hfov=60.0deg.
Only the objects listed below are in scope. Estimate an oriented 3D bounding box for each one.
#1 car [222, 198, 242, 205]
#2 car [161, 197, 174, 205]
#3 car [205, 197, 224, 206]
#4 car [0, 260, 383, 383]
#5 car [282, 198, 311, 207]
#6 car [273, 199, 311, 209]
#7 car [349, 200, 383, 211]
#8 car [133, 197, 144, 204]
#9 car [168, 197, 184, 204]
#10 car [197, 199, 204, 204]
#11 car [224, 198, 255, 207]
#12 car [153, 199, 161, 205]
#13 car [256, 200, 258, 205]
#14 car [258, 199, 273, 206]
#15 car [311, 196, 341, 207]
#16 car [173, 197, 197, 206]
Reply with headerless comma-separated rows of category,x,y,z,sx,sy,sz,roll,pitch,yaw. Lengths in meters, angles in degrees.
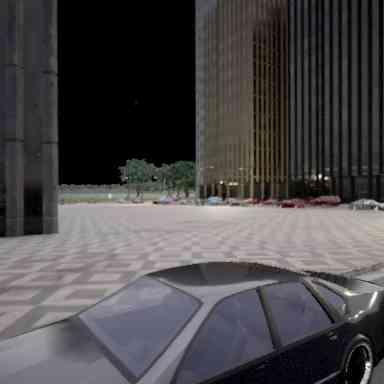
car,8.694,2.041,72.898,1.967,1.590,4.097,-2,0,-35
car,-4.801,2.267,77.144,1.967,1.590,4.097,-1,0,-35
car,5.030,2.096,63.358,2.008,1.369,4.403,-1,0,-35
car,0.185,1.536,3.501,5.357,1.411,2.033,0,0,-35
car,18.526,1.860,59.112,1.887,1.381,4.507,-2,0,-35
car,14.858,1.805,49.573,1.887,1.381,4.507,-1,0,-35
car,21.411,1.631,40.383,2.008,1.369,4.403,-1,0,-35
car,-14.626,2.683,90.930,1.802,1.307,4.206,-1,0,-35
car,-4.414,2.287,91.282,2.192,1.841,5.009,-1,0,-35
car,2.145,2.339,82.090,2.008,1.369,4.403,-2,0,-35
car,8.306,2.000,58.763,2.008,1.369,4.403,-1,0,-35
car,-8.075,2.464,81.739,1.887,1.381,4.507,-1,0,-35
car,11.974,2.051,68.302,1.887,1.381,4.507,-2,0,-35
car,15.247,1.992,63.713,1.802,1.307,4.206,-2,0,-35
car,21.796,1.537,54.517,2.192,1.841,5.009,-2,0,-35
car,-1.523,2.285,72.549,2.008,1.369,4.403,-1,0,-35
